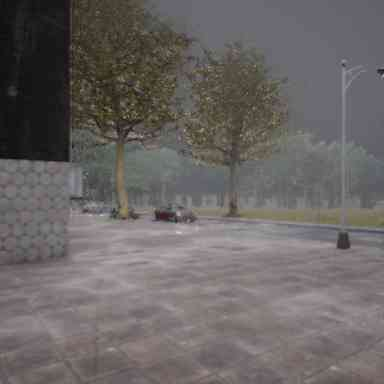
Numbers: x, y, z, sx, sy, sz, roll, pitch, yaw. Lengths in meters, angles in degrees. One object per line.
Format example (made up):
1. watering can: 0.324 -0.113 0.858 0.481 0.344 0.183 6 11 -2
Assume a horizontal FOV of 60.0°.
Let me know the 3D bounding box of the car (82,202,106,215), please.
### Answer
1. car: -13.972 2.373 46.522 1.812 1.442 4.674 0 -1 -35

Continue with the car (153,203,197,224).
1. car: -1.539 1.769 28.724 2.097 1.767 4.553 0 -1 -35

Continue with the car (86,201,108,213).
1. car: -15.184 2.331 53.018 2.097 1.767 4.553 0 -1 -35

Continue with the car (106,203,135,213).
1. car: -9.408 2.264 44.924 2.128 1.511 4.902 0 -1 -35
